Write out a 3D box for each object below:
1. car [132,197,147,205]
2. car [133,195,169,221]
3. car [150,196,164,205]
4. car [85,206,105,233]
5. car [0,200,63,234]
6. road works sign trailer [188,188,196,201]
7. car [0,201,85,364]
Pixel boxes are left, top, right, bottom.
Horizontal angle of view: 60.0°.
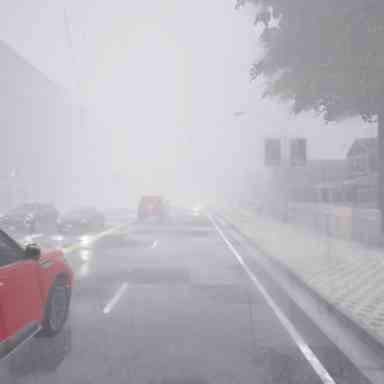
[{"bbox_3d":[-9.753,1.654,62.116,1.837,1.490,4.892,0,0,1],"label":"car"},{"bbox_3d":[-3.151,1.290,27.735,2.150,2.045,5.566,0,0,0],"label":"car"},{"bbox_3d":[-6.506,1.630,62.187,1.882,1.535,5.008,0,0,1],"label":"car"},{"bbox_3d":[-6.592,1.575,20.254,1.812,1.442,4.674,0,0,0],"label":"car"},{"bbox_3d":[-9.841,1.402,20.418,2.097,1.767,4.553,0,0,0],"label":"car"},{"bbox_3d":[0.029,0.685,90.251,2.380,3.560,2.880,0,0,0],"label":"road works sign trailer"},{"bbox_3d":[-3.153,1.230,3.491,2.150,2.045,5.566,0,0,0],"label":"car"}]
